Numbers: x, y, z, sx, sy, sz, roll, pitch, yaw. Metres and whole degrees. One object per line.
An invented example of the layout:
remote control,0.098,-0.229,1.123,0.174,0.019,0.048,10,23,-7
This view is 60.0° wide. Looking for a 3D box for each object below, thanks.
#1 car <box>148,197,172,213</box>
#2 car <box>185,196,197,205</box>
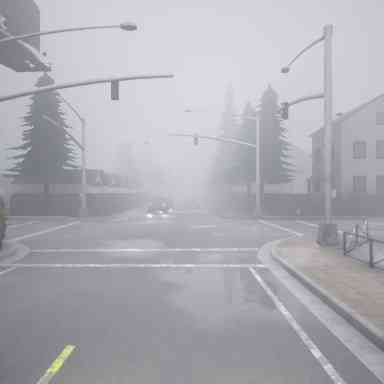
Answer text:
car,-3.674,1.352,37.056,2.097,1.767,4.553,0,0,0
car,-0.121,1.492,59.259,2.128,1.511,4.902,0,0,0
